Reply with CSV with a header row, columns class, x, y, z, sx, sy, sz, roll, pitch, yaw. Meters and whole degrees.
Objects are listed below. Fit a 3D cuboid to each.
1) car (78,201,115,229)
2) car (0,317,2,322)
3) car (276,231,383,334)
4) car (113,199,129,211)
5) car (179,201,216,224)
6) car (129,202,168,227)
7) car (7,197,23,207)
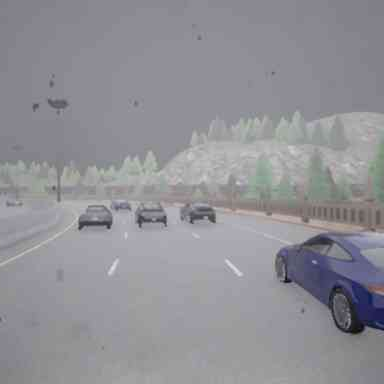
class,x,y,z,sx,sy,sz,roll,pitch,yaw
car,-6.217,1.547,21.649,1.994,1.385,4.181,0,0,-13
car,-3.535,1.554,2.200,2.033,1.411,5.357,0,0,-2
car,3.163,1.494,6.604,1.812,1.442,4.674,0,0,-4
car,-8.476,1.500,39.509,1.812,1.442,4.674,0,0,-23
car,0.330,1.446,24.325,1.837,1.490,4.892,0,0,-14
car,-2.851,1.455,22.492,2.128,1.511,4.902,0,0,-13
car,-28.149,1.616,52.878,2.128,1.511,4.902,-1,0,-35
